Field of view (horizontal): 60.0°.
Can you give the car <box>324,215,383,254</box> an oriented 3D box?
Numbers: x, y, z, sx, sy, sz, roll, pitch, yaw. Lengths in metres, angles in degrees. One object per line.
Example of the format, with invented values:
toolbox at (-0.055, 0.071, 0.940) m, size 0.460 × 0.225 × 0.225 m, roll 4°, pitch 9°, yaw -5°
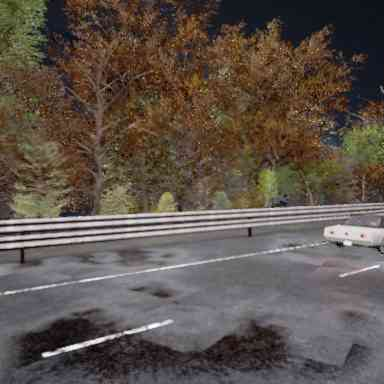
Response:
car at (7.464, 1.555, 13.296) m, size 4.718 × 1.301 × 1.895 m, roll 0°, pitch 0°, yaw -35°
